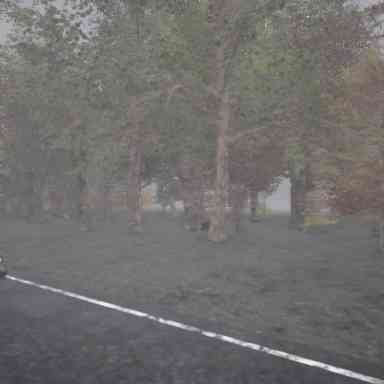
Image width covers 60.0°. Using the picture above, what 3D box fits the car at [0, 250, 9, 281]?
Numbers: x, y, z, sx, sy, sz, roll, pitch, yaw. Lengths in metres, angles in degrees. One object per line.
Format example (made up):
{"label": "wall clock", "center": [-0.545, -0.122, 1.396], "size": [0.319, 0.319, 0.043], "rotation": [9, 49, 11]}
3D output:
{"label": "car", "center": [-6.754, 1.611, 8.497], "size": [5.357, 1.411, 2.033], "rotation": [-1, -2, 36]}
